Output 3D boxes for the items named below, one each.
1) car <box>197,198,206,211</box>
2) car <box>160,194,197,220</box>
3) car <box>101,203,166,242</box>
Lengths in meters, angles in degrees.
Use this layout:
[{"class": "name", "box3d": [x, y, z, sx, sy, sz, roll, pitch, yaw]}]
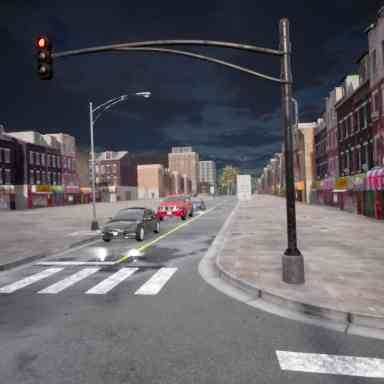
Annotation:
[{"class": "car", "box3d": [0.444, 1.406, 38.024, 1.812, 1.442, 4.674, -2, 0, 9]}, {"class": "car", "box3d": [-1.282, 1.196, 27.575, 2.150, 2.045, 5.566, -2, 0, 9]}, {"class": "car", "box3d": [-2.984, 1.571, 17.035, 1.837, 1.490, 4.892, -2, 0, 9]}]
